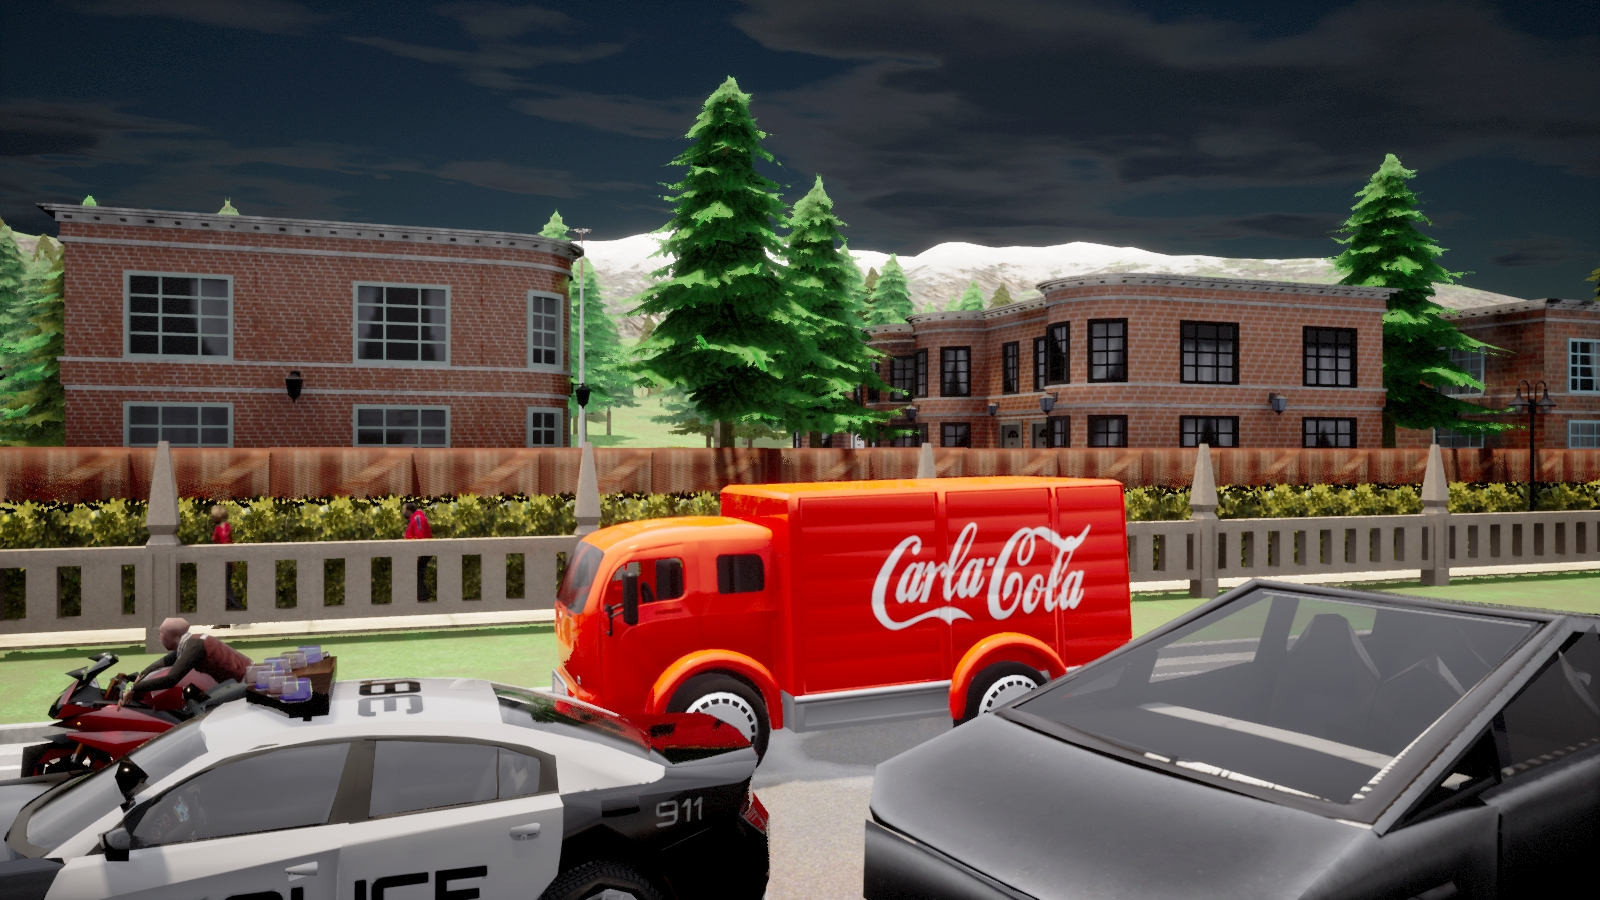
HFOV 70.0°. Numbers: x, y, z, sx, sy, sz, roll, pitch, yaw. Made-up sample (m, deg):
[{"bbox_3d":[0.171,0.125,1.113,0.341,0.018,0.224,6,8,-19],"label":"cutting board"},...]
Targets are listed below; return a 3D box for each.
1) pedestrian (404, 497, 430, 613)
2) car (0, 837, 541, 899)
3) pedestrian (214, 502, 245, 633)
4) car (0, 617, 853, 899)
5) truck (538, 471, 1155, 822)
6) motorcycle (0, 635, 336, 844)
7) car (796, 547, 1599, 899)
[{"bbox_3d":[-6.274,1.702,18.704,0.375,1.860,0.375,0,0,-23],"label":"pedestrian"},{"bbox_3d":[-2.622,2.065,2.345,4.193,1.474,1.816,0,0,-20],"label":"car"},{"bbox_3d":[-8.322,1.701,16.674,0.375,1.860,0.375,0,0,-20],"label":"pedestrian"},{"bbox_3d":[-2.539,1.983,6.100,5.238,1.638,2.097,0,0,-20],"label":"car"},{"bbox_3d":[0.354,1.546,10.877,5.204,2.467,2.627,-2,1,-20],"label":"truck"},{"bbox_3d":[-4.855,2.205,8.981,2.209,1.251,0.867,0,0,-20],"label":"motorcycle"},{"bbox_3d":[3.288,1.757,5.799,6.274,2.098,2.390,0,0,-31],"label":"car"}]
